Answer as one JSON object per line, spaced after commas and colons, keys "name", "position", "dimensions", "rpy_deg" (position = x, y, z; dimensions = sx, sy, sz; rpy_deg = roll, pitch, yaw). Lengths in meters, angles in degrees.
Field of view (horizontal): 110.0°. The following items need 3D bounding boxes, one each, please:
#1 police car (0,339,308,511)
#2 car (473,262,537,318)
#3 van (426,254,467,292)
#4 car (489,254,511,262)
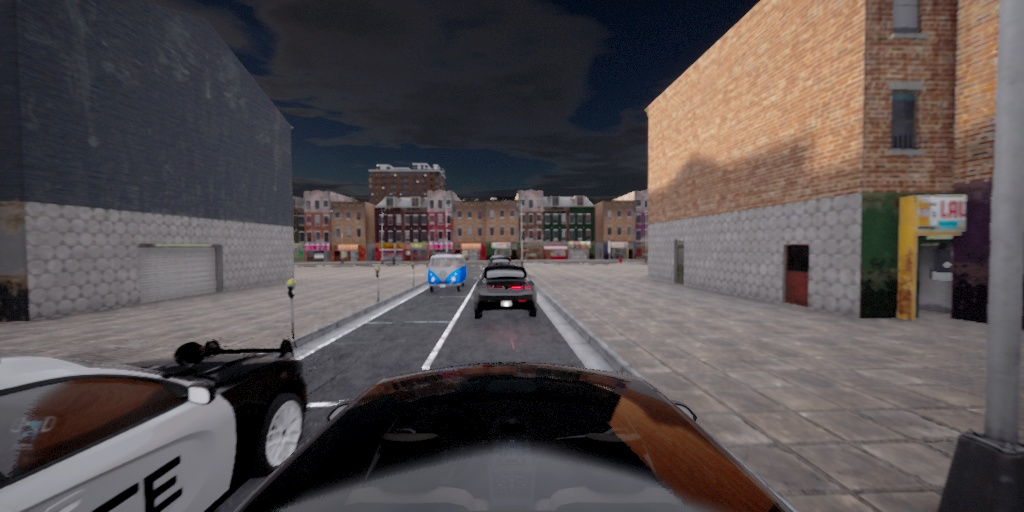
{"name": "police car", "position": [-2.953, 1.195, 1.769], "dimensions": [1.930, 1.638, 5.238], "rpy_deg": [0, 1, -2]}
{"name": "car", "position": [-0.257, 1.061, 12.078], "dimensions": [1.837, 1.490, 4.892], "rpy_deg": [0, -1, -3]}
{"name": "van", "position": [-3.253, 0.807, 18.519], "dimensions": [1.690, 1.789, 3.998], "rpy_deg": [0, 0, -2]}
{"name": "car", "position": [-0.790, 0.834, 25.196], "dimensions": [1.837, 1.490, 4.892], "rpy_deg": [0, 1, -2]}
